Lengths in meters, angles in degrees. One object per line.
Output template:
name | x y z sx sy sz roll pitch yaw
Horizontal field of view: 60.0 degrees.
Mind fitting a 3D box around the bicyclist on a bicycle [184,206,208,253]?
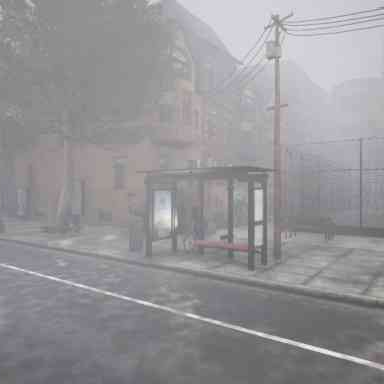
bicyclist on a bicycle | 0.195 1.337 11.932 0.582 1.620 1.656 -4 -5 35
